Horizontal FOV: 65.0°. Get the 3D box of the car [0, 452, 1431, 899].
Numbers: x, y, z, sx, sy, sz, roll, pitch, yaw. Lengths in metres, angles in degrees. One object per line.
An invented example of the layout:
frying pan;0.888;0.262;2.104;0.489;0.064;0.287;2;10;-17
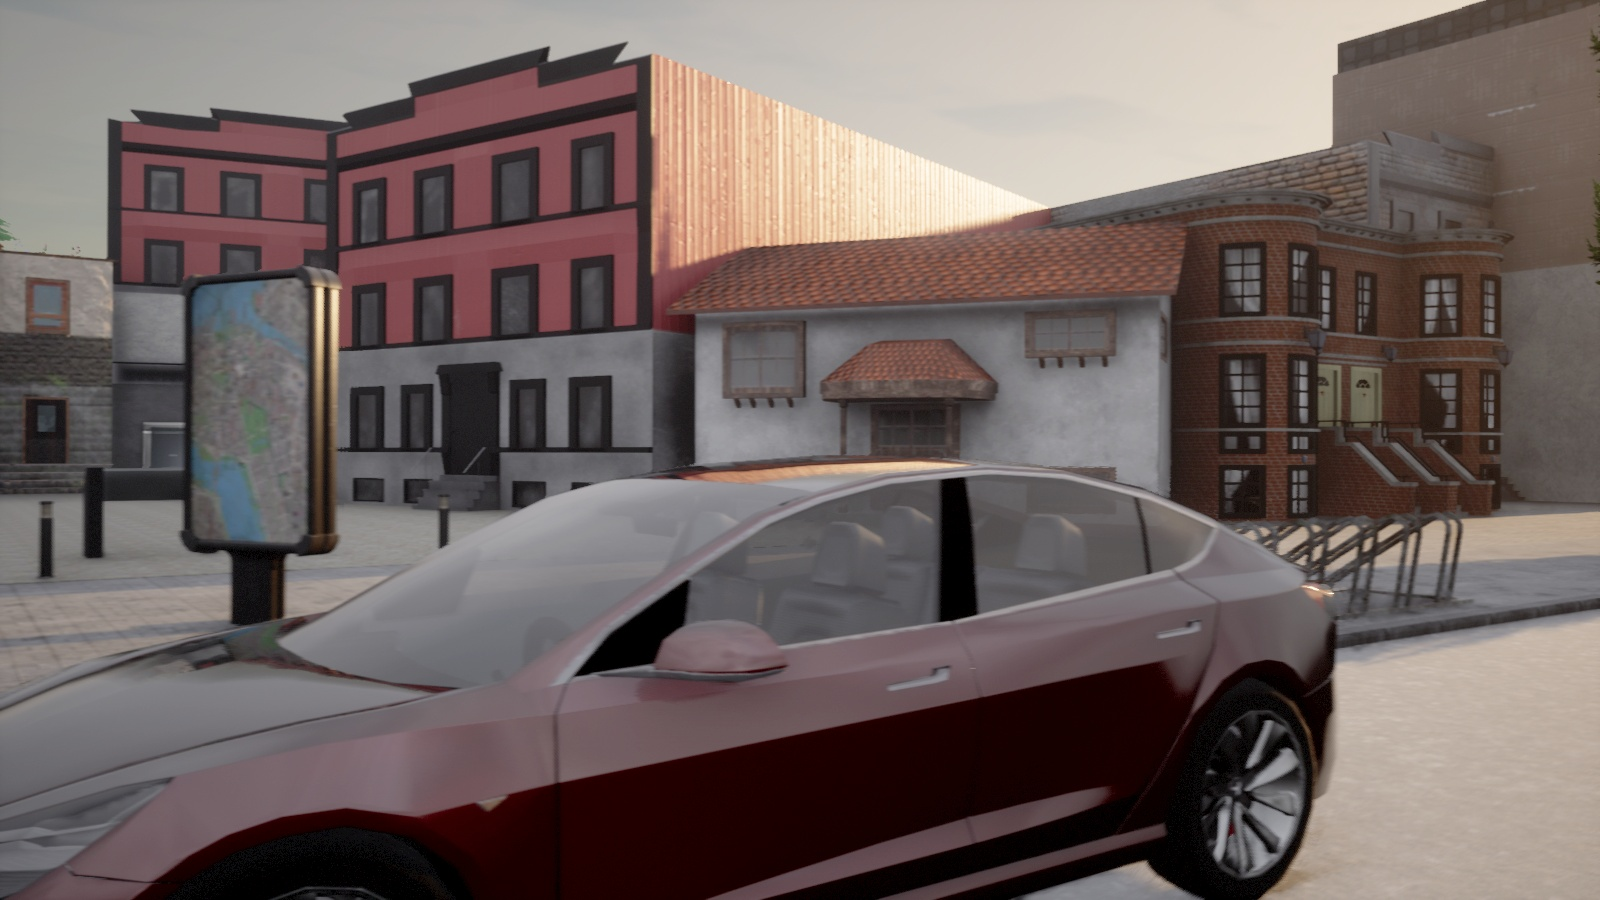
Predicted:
car;-0.306;0.755;4.054;4.792;1.488;2.163;0;0;-35
